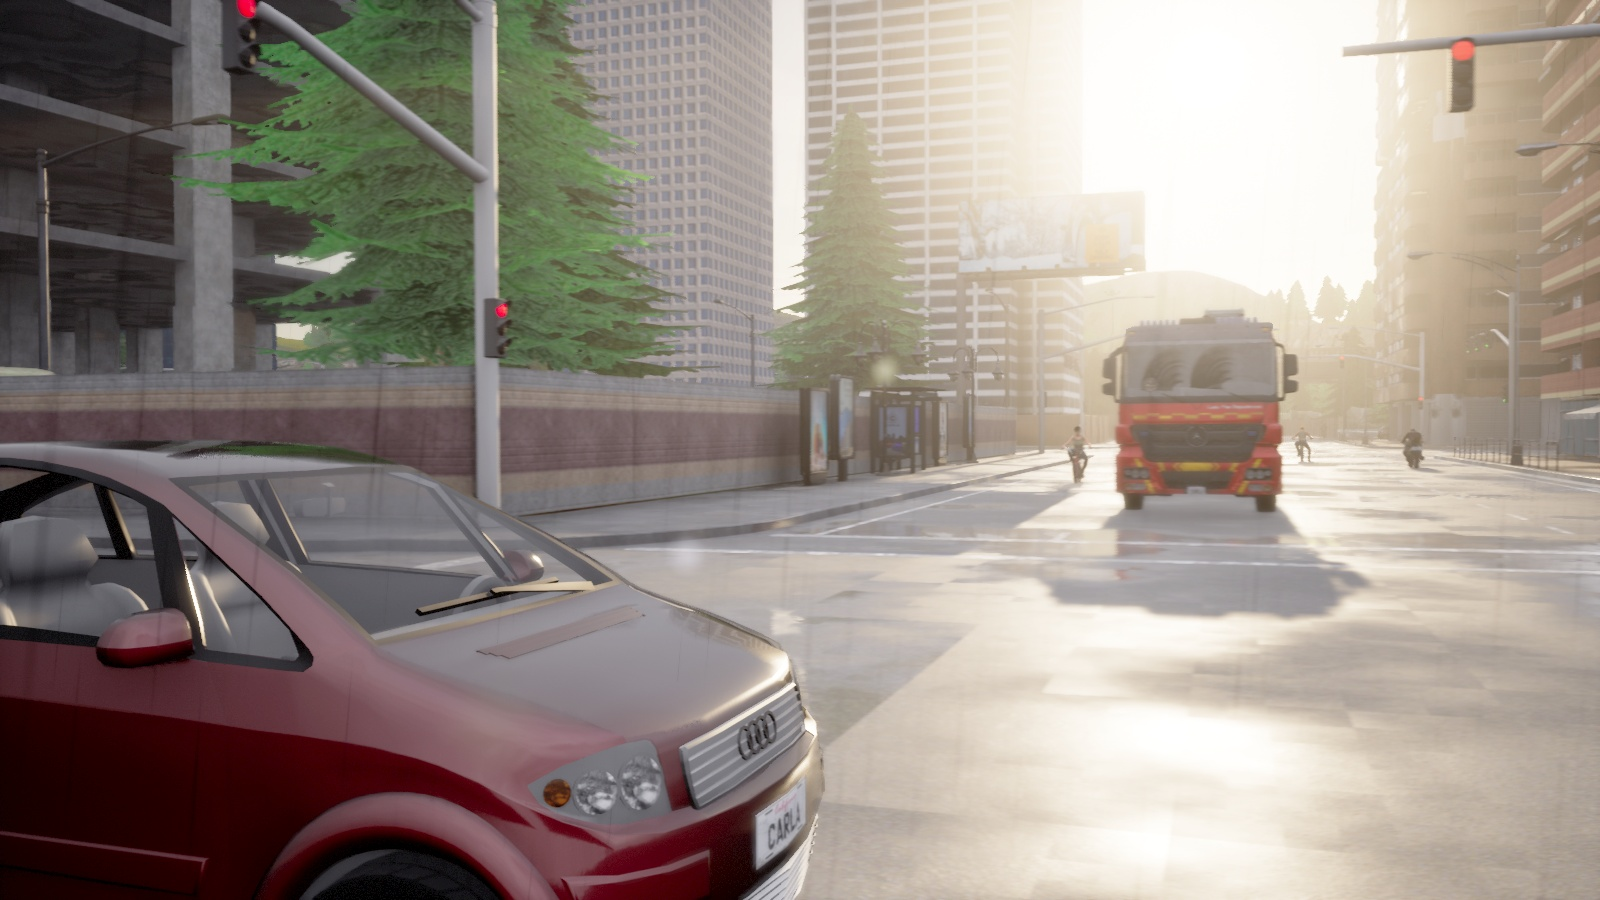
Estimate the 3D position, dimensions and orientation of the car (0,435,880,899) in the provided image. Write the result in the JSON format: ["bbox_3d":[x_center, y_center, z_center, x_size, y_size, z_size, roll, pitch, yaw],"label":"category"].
[{"bbox_3d":[-1.785,0.738,3.791,3.705,1.549,1.789,0,1,19],"label":"car"}]

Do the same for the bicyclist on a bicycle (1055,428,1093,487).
[{"bbox_3d":[7.651,0.194,35.019,0.866,1.612,1.509,0,1,19],"label":"bicyclist on a bicycle"}]

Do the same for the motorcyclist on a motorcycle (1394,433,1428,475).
[{"bbox_3d":[22.937,0.121,47.168,0.866,1.530,2.191,0,1,19],"label":"motorcyclist on a motorcycle"}]

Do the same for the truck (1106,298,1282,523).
[{"bbox_3d":[8.200,-0.748,25.854,2.891,3.827,8.468,0,1,19],"label":"truck"}]
